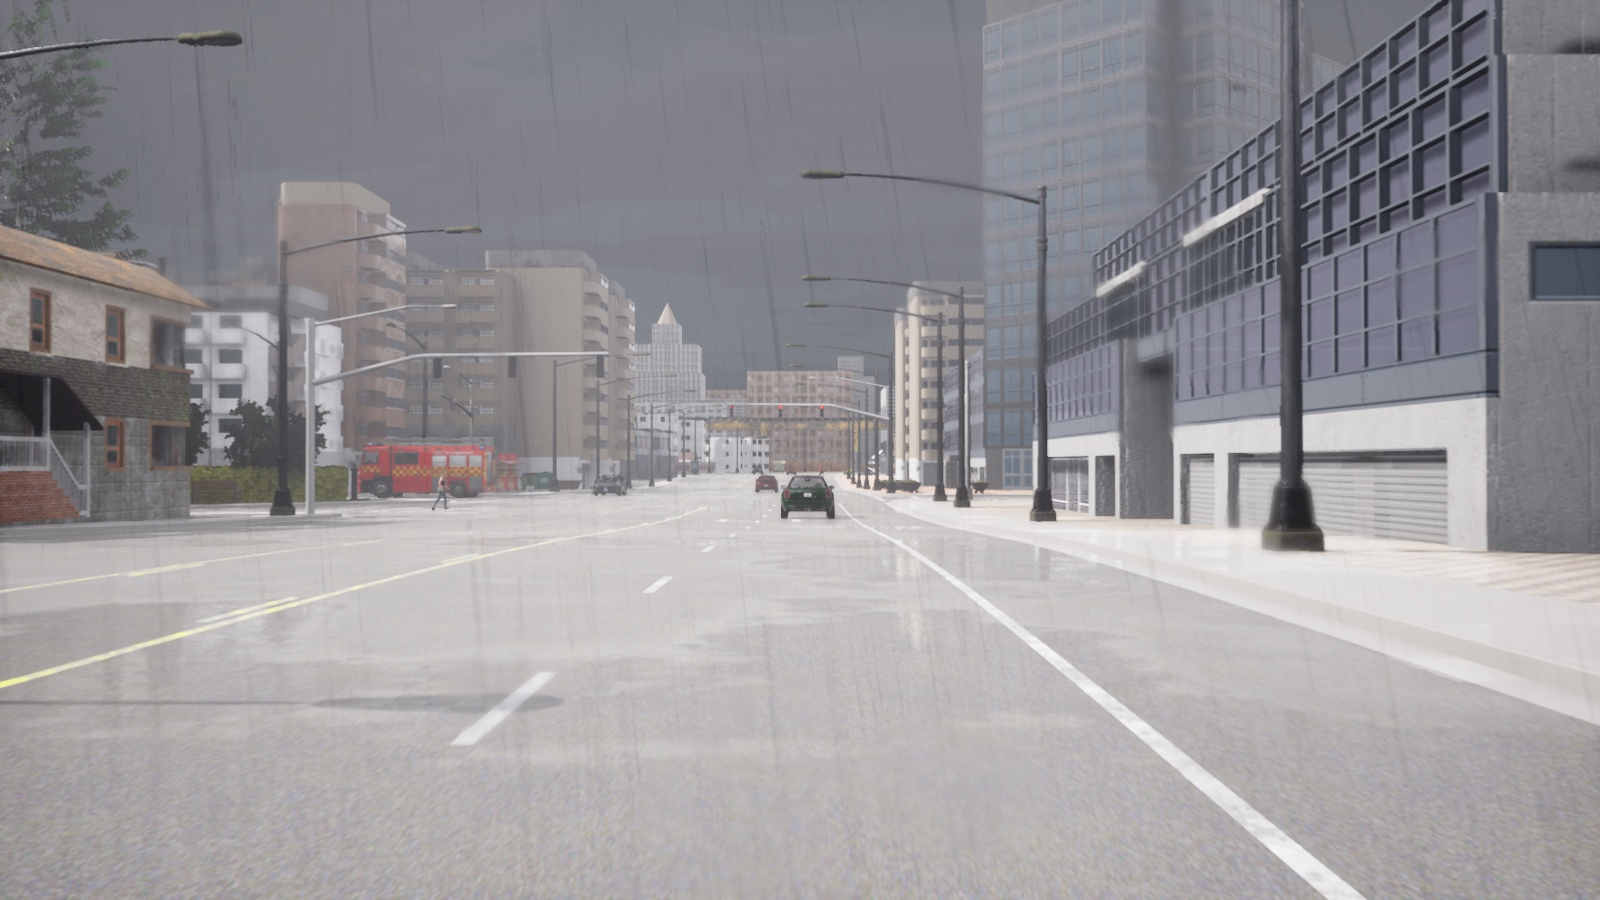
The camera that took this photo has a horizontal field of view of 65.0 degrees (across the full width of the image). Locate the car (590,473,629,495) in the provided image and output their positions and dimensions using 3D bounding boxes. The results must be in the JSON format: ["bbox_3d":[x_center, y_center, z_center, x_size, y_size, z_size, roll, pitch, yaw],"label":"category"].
[{"bbox_3d":[-13.476,2.410,89.091,2.007,1.525,4.514,0,-1,0],"label":"car"}]

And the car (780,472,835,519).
[{"bbox_3d":[0.303,1.789,50.266,2.097,1.767,4.553,0,-1,0],"label":"car"}]

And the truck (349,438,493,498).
[{"bbox_3d":[-24.487,1.147,81.431,8.468,3.827,2.891,0,-1,3],"label":"truck"}]

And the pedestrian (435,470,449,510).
[{"bbox_3d":[-16.624,1.847,58.323,0.594,1.836,0.345,0,-1,-26],"label":"pedestrian"}]
